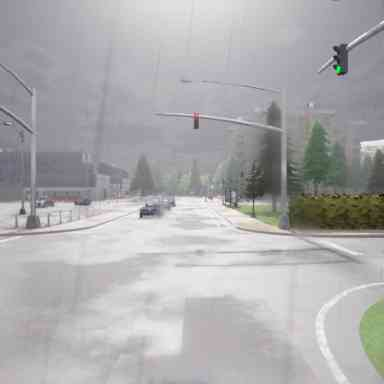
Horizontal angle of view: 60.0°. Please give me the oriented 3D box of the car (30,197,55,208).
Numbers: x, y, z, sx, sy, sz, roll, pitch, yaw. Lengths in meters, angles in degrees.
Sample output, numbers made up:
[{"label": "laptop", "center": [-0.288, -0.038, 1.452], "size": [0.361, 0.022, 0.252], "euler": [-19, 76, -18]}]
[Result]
[{"label": "car", "center": [-20.481, 1.384, 45.651], "size": [1.970, 1.475, 3.806], "euler": [0, 0, 0]}]

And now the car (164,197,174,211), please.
[{"label": "car", "center": [-3.568, 1.564, 40.272], "size": [1.994, 1.385, 4.181], "euler": [0, 0, 0]}]

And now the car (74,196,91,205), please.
[{"label": "car", "center": [-17.424, 1.374, 53.040], "size": [1.845, 1.501, 3.633], "euler": [0, 0, 0]}]

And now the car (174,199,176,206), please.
[{"label": "car", "center": [-3.520, 1.478, 50.754], "size": [1.882, 1.535, 5.008], "euler": [0, 0, 0]}]

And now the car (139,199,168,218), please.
[{"label": "car", "center": [-3.581, 1.601, 30.276], "size": [1.895, 1.301, 4.718], "euler": [0, 0, 0]}]
